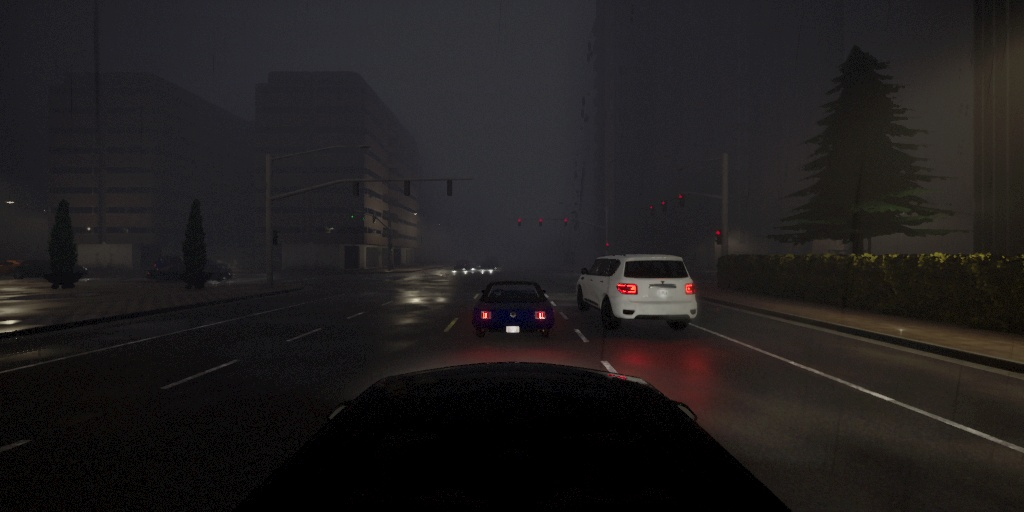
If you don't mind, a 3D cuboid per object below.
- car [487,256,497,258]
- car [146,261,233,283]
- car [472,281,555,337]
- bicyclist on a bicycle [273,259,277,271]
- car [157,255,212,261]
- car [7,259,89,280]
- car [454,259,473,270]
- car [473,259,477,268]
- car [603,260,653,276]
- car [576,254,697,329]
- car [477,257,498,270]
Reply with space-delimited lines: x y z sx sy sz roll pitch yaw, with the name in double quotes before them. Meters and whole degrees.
"car" -3.655 0.973 64.806 2.150 2.045 5.566 0 0 0
"car" -24.587 1.297 27.376 5.357 1.411 2.033 0 0 0
"car" 0.043 1.351 10.233 1.895 1.301 4.718 0 0 0
"bicyclist on a bicycle" -28.701 1.051 42.895 0.582 1.620 1.656 0 0 0
"car" -27.505 0.972 30.902 5.566 2.045 2.150 0 0 0
"car" -39.733 1.102 31.011 4.553 1.767 2.097 0 0 1
"car" -7.163 1.228 51.739 1.882 1.535 5.008 0 0 0
"car" -7.170 1.351 61.070 1.895 1.301 4.718 0 0 0
"car" 12.317 1.256 38.286 4.892 1.490 1.837 0 0 8
"car" 3.573 0.971 11.362 2.150 2.045 5.566 0 0 -2
"car" -3.659 1.314 53.982 1.994 1.385 4.181 0 0 0
